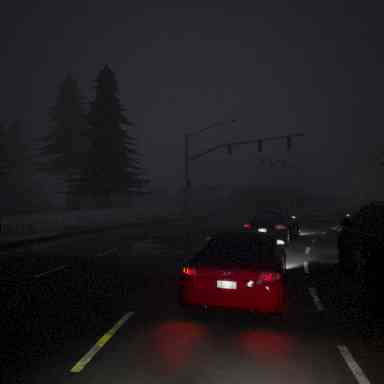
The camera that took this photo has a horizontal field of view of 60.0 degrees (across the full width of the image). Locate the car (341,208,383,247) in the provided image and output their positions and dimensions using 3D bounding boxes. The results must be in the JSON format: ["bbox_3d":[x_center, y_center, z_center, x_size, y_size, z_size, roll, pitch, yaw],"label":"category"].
[{"bbox_3d":[8.379,1.564,15.885,1.994,1.385,4.181,0,0,28],"label":"car"}]

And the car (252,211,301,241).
[{"bbox_3d":[3.800,1.564,15.627,1.994,1.385,4.181,0,0,26],"label":"car"}]

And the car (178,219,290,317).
[{"bbox_3d":[1.134,1.564,7.658,1.994,1.385,4.181,0,0,16],"label":"car"}]

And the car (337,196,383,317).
[{"bbox_3d":[4.711,1.221,7.295,2.150,2.045,5.566,0,0,15],"label":"car"}]
